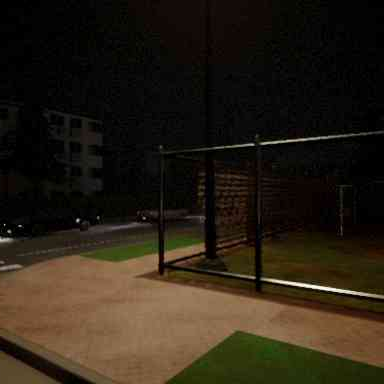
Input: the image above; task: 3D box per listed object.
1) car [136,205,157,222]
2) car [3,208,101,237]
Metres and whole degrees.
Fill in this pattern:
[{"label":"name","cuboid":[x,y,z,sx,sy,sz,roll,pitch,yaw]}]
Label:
[{"label":"car","cuboid":[-2.395,1.717,27.335,1.895,1.301,4.718,-1,0,35]},{"label":"car","cuboid":[-7.922,1.664,19.449,2.033,1.411,5.357,-1,0,35]}]
